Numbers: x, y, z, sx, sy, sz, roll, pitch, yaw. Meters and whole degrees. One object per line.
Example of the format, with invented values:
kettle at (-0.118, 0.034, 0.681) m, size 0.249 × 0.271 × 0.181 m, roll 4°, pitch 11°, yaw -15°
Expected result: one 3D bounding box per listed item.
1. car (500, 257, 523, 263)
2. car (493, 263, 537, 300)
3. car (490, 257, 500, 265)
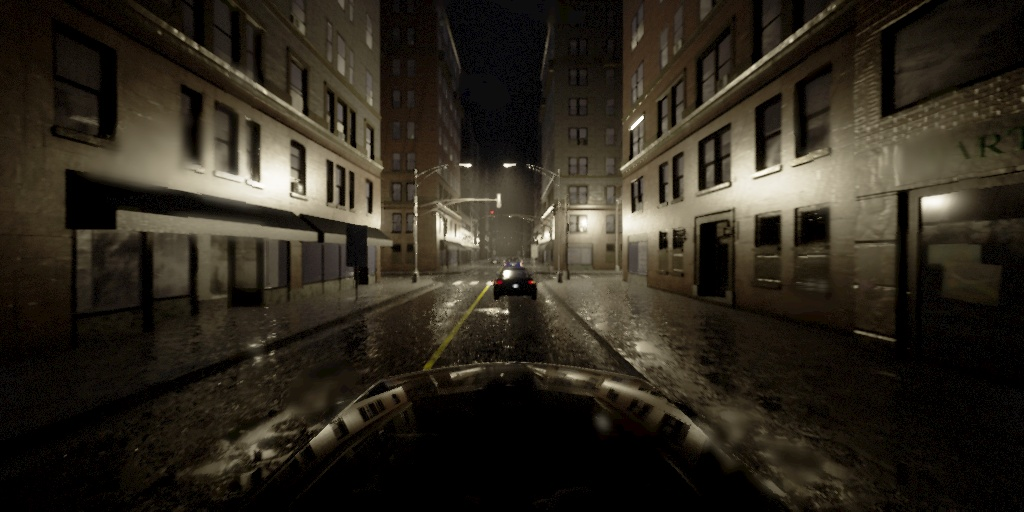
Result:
car at (0.127, 0.889, 38.635) m, size 2.097 × 1.767 × 4.553 m, roll 0°, pitch 0°, yaw 0°
car at (0.126, 1.226, 17.155) m, size 1.994 × 1.385 × 4.181 m, roll 0°, pitch 0°, yaw -1°
car at (-2.971, 0.874, 64.845) m, size 2.128 × 1.511 × 4.902 m, roll 0°, pitch 0°, yaw 1°
